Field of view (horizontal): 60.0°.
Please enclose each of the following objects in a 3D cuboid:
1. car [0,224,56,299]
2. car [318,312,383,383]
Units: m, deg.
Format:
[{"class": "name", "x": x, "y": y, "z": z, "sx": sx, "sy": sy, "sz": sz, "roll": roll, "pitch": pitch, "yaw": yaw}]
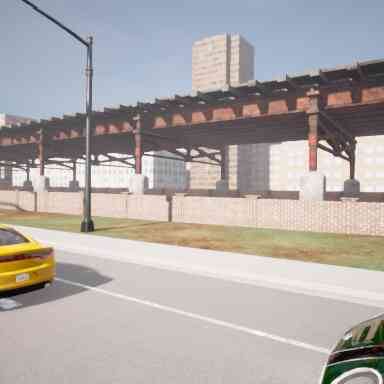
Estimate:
[{"class": "car", "x": -5.218, "y": 1.452, "z": 7.721, "sx": 5.008, "sy": 1.535, "sz": 1.882, "roll": 0, "pitch": 0, "yaw": 36}, {"class": "car", "x": 3.065, "y": 1.353, "z": 1.805, "sx": 4.553, "sy": 1.767, "sz": 2.097, "roll": 0, "pitch": 0, "yaw": 36}]
